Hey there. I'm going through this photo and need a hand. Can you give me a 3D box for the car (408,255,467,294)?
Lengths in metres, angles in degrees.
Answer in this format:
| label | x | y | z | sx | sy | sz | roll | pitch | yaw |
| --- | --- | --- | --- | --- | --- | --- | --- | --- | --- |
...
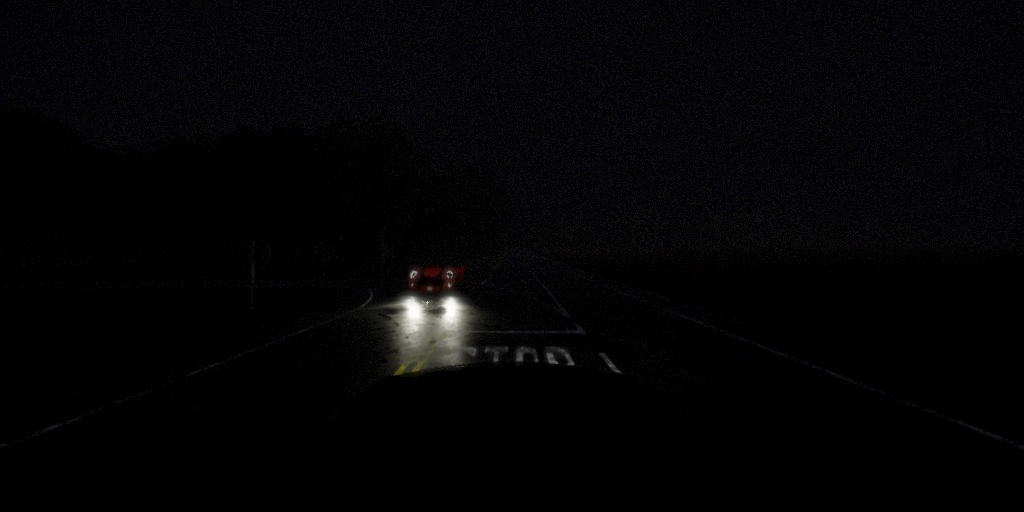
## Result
| label | x | y | z | sx | sy | sz | roll | pitch | yaw |
| --- | --- | --- | --- | --- | --- | --- | --- | --- | --- |
| car | -3.497 | 0.760 | 17.495 | 2.097 | 1.767 | 4.553 | 0 | 1 | 0 |
